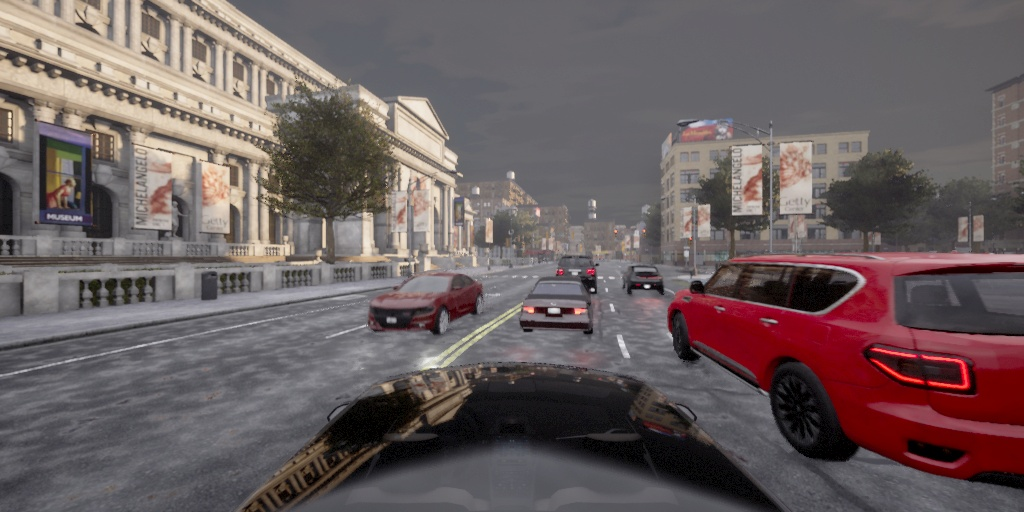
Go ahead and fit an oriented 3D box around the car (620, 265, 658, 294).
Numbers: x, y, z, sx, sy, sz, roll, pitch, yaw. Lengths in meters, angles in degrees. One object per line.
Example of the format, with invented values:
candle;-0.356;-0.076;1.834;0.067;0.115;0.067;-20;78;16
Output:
car;7.284;1.262;20.177;1.837;1.490;4.892;0;0;13

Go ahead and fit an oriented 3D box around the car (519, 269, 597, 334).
car;1.455;1.301;10.677;2.033;1.411;5.357;0;0;11

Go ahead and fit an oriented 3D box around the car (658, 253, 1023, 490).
car;4.073;0.976;5.038;2.150;2.045;5.566;0;0;6

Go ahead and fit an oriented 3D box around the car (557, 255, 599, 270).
car;3.786;0.979;20.656;2.150;2.045;5.566;0;0;13

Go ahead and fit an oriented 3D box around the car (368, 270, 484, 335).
car;-2.299;1.231;10.815;1.882;1.535;5.008;0;0;12
